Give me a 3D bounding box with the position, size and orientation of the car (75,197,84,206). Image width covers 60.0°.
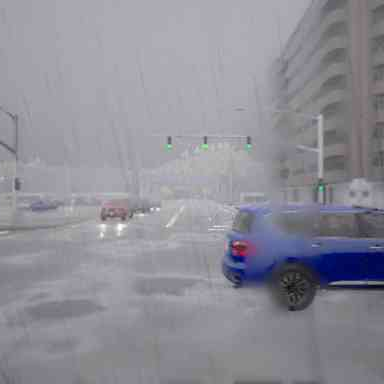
[{"bbox_3d":[-23.964,2.069,71.936,1.905,1.878,3.866,0,-1,0],"label":"car"}]

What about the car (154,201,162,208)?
[{"bbox_3d":[-7.025,2.392,65.072,1.994,1.385,4.181,0,-1,0],"label":"car"}]

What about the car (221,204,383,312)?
[{"bbox_3d":[3.442,1.288,7.431,5.566,2.045,2.150,0,-1,-1],"label":"car"}]

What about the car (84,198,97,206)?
[{"bbox_3d":[-21.069,2.066,71.873,1.932,1.855,4.605,0,-1,0],"label":"car"}]

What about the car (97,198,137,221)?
[{"bbox_3d":[-7.110,1.630,32.093,2.150,2.045,5.566,0,-1,0],"label":"car"}]

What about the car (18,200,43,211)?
[{"bbox_3d":[-26.726,2.087,54.476,1.970,1.475,3.806,0,-1,0],"label":"car"}]

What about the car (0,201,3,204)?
[{"bbox_3d":[-43.587,2.069,71.963,1.905,1.878,3.866,0,-1,0],"label":"car"}]

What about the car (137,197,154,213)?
[{"bbox_3d":[-7.086,1.791,45.398,2.150,2.045,5.566,0,0,2],"label":"car"}]
